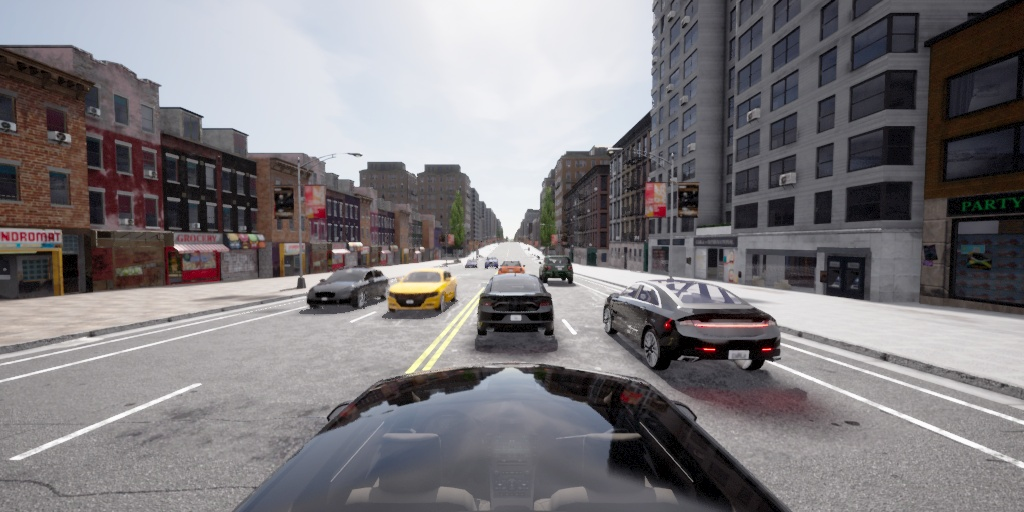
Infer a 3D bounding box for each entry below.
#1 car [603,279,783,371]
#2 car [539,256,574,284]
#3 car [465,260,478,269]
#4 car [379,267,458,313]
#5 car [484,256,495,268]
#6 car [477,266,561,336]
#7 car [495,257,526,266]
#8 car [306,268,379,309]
[{"bbox_3d":[3.338,1.243,7.701,2.128,1.511,4.902,0,0,0],"label":"car"},{"bbox_3d":[3.312,0.994,27.537,2.150,2.045,5.566,0,0,0],"label":"car"},{"bbox_3d":[-6.581,1.336,58.821,1.812,1.442,4.674,0,0,0],"label":"car"},{"bbox_3d":[-3.367,1.238,14.306,1.882,1.535,5.008,0,0,0],"label":"car"},{"bbox_3d":[-3.331,1.085,58.792,2.150,2.045,5.566,0,0,0],"label":"car"},{"bbox_3d":[0.086,1.233,10.479,1.882,1.535,5.008,0,0,0],"label":"car"},{"bbox_3d":[0.027,1.126,29.614,2.097,1.767,4.553,0,0,3],"label":"car"},{"bbox_3d":[-6.618,1.266,15.083,1.837,1.490,4.892,0,0,0],"label":"car"}]
